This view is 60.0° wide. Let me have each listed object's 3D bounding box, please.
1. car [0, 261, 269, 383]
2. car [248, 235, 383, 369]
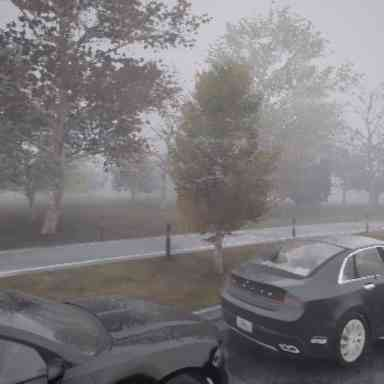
[{"bbox_3d":[-1.965,1.502,2.525,5.008,1.535,2.097,-1,0,-35],"label":"car"},{"bbox_3d":[2.743,1.491,5.755,4.892,1.521,2.231,0,0,-32],"label":"car"}]
